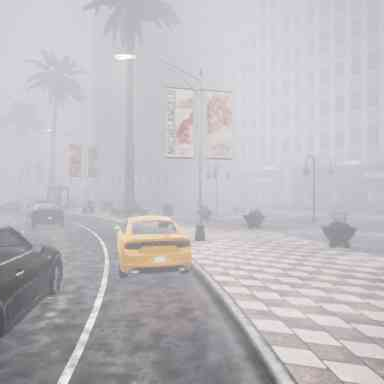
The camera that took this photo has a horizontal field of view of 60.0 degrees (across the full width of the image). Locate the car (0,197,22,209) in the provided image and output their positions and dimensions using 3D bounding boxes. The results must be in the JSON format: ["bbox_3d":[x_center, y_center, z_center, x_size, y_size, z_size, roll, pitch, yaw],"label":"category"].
[{"bbox_3d":[-20.108,1.510,36.309,1.812,1.442,4.674,0,0,-38],"label":"car"}]

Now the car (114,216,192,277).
[{"bbox_3d":[-1.364,1.477,10.428,1.882,1.535,5.008,0,0,-14],"label":"car"}]

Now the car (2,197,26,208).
[{"bbox_3d":[-25.899,1.461,48.418,2.231,1.521,4.892,0,0,-39],"label":"car"}]

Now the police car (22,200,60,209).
[{"bbox_3d":[-10.066,1.418,22.560,1.930,1.638,5.238,0,0,-32],"label":"police car"}]

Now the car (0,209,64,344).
[{"bbox_3d":[-3.768,1.349,5.661,2.097,1.767,4.553,0,0,-7],"label":"car"}]
